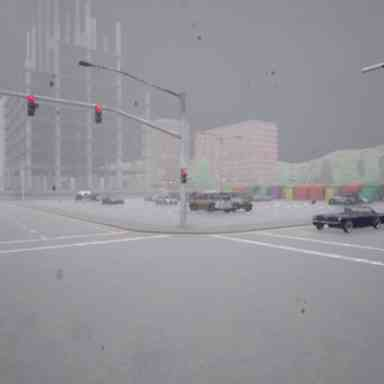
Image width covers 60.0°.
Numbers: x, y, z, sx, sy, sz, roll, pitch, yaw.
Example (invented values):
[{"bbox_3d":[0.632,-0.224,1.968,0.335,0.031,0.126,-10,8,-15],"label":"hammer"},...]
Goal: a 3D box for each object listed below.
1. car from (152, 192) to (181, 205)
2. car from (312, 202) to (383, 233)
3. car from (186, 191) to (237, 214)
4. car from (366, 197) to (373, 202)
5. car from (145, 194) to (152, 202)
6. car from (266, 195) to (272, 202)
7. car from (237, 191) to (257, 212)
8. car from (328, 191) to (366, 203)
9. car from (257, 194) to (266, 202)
[{"bbox_3d":[-3.682,1.193,48.537,1.970,1.475,3.806,-1,0,-35],"label":"car"},{"bbox_3d":[8.875,1.456,18.725,4.718,1.301,1.895,-1,0,-34],"label":"car"},{"bbox_3d":[1.691,0.998,31.053,1.932,1.855,4.605,-1,0,-35],"label":"car"},{"bbox_3d":[22.547,1.036,45.576,1.970,1.475,3.806,-1,0,-35],"label":"car"},{"bbox_3d":[-7.597,1.145,64.222,1.970,1.475,3.806,-1,0,-35],"label":"car"},{"bbox_3d":[12.533,1.003,59.888,1.784,1.438,3.905,-1,0,-35],"label":"car"},{"bbox_3d":[4.096,0.978,32.665,1.905,1.878,3.866,-1,0,-35],"label":"car"},{"bbox_3d":[20.165,0.820,43.927,1.905,1.878,3.866,-1,0,-35],"label":"car"},{"bbox_3d":[10.120,0.816,58.282,1.932,1.855,4.605,-1,0,-35],"label":"car"}]
